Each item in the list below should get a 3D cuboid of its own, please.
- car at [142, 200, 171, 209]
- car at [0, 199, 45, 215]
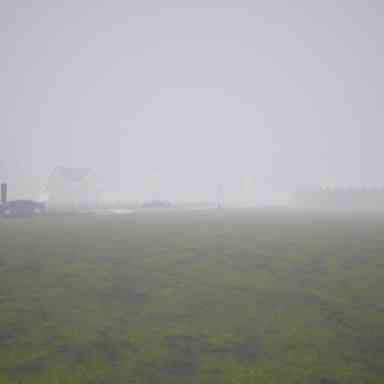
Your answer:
[{"bbox_3d":[-5.378,1.862,50.418,1.895,1.301,4.718,1,0,36],"label":"car"},{"bbox_3d":[-17.403,1.458,33.507,1.882,1.535,5.008,1,0,35],"label":"car"}]
